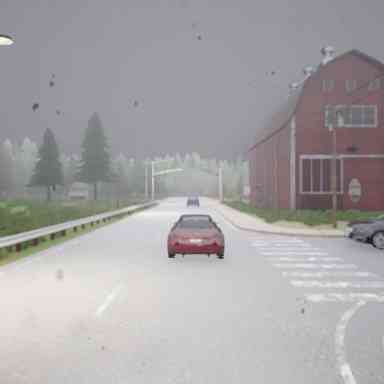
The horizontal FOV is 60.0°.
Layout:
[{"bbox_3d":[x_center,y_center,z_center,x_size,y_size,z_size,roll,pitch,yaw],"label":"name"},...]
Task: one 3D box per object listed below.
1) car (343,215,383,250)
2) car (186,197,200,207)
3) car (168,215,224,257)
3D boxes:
[{"bbox_3d":[8.903,1.485,13.721,4.902,1.511,2.128,0,0,3],"label":"car"},{"bbox_3d":[0.169,1.454,51.217,1.882,1.535,5.008,0,0,0],"label":"car"},{"bbox_3d":[0.141,1.558,12.856,1.994,1.385,4.181,0,0,0],"label":"car"}]
